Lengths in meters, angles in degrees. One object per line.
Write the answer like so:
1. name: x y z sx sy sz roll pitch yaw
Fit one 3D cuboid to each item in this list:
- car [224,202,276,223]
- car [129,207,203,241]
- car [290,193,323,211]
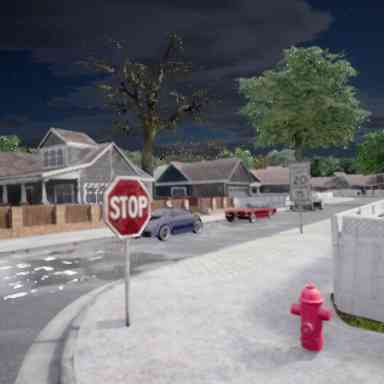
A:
1. car: 4.096 1.348 23.047 1.895 1.301 4.718 -2 -1 36
2. car: -1.260 1.424 15.780 1.994 1.385 4.181 -2 -1 34
3. car: 11.288 0.954 32.843 2.097 1.767 4.553 -2 -1 36
